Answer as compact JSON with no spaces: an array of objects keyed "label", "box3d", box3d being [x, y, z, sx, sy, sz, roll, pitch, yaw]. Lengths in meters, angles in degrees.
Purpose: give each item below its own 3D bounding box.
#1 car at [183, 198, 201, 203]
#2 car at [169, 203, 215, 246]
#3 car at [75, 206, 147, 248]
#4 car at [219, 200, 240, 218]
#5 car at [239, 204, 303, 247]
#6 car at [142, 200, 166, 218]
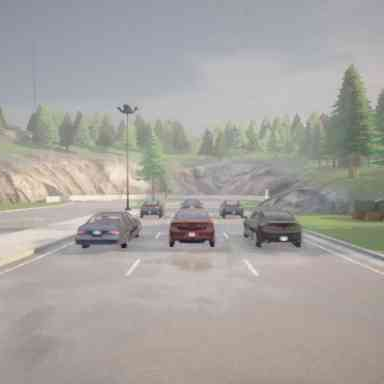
[{"label":"car","box3d":[0.002,1.350,29.859,2.097,1.767,4.553,0,0,0]},{"label":"car","box3d":[0.005,1.478,15.263,1.882,1.535,5.008,0,0,0]},{"label":"car","box3d":[-3.499,1.547,14.770,2.033,1.411,5.357,0,0,0]},{"label":"car","box3d":[3.504,1.492,30.077,2.128,1.511,4.902,0,0,0]},{"label":"car","box3d":[3.504,1.508,15.085,1.837,1.490,4.892,0,0,0]},{"label":"car","box3d":[-3.496,1.492,30.075,2.128,1.511,4.902,0,0,0]}]
